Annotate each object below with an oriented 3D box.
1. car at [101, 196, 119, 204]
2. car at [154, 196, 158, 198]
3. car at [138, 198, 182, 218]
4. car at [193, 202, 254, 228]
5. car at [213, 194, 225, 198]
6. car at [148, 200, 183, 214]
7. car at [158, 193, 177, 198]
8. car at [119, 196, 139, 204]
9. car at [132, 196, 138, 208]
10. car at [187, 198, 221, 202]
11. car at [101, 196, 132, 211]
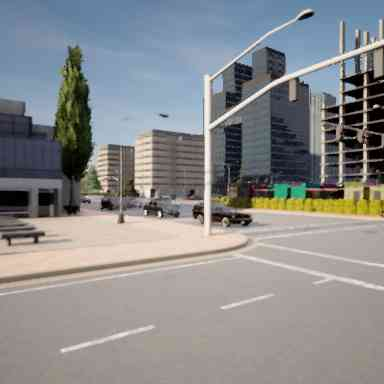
[{"bbox_3d":[-15.901,1.567,64.002,1.837,1.490,4.892,0,0,-33],"label":"car"},{"bbox_3d":[-7.071,1.250,82.899,4.605,1.855,1.932,0,0,-34],"label":"car"},{"bbox_3d":[-2.840,1.540,30.501,1.837,1.490,4.892,0,0,-33],"label":"car"},{"bbox_3d":[2.042,1.633,22.942,1.895,1.301,4.718,0,0,-33],"label":"car"},{"bbox_3d":[5.611,1.245,64.292,3.866,1.878,1.905,0,0,-34],"label":"car"},{"bbox_3d":[-3.041,1.645,37.268,1.895,1.301,4.718,0,0,-33],"label":"car"},{"bbox_3d":[-5.484,1.252,80.478,3.866,1.878,1.905,0,0,-34],"label":"car"},{"bbox_3d":[-12.294,1.559,64.868,2.128,1.511,4.902,0,0,-33],"label":"car"},{"bbox_3d":[-8.363,1.539,45.538,2.128,1.511,4.902,0,0,-33],"label":"car"},{"bbox_3d":[1.983,1.532,29.483,2.128,1.511,4.902,0,0,-33],"label":"car"},{"bbox_3d":[-9.598,1.392,40.985,2.097,1.767,4.553,0,0,-33],"label":"car"}]
